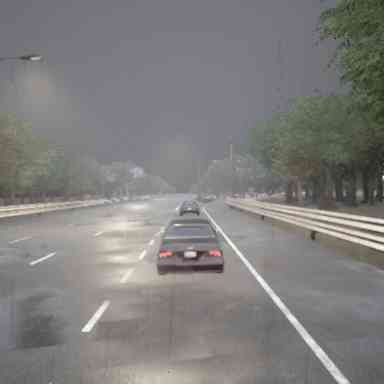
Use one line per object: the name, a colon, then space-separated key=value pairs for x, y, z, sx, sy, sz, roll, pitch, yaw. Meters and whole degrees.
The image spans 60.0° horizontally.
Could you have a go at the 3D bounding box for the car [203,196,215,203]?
car: x=3.351 y=1.496 z=66.083 sx=1.812 sy=1.442 sz=4.674 roll=-2 pitch=0 yaw=17

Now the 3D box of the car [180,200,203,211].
car: x=-0.240 y=1.593 z=34.152 sx=1.994 sy=1.385 sz=4.181 roll=-1 pitch=0 yaw=0

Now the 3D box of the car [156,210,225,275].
car: x=-0.059 y=1.555 z=10.543 sx=2.033 sy=1.411 sz=5.357 roll=-1 pitch=0 yaw=0
